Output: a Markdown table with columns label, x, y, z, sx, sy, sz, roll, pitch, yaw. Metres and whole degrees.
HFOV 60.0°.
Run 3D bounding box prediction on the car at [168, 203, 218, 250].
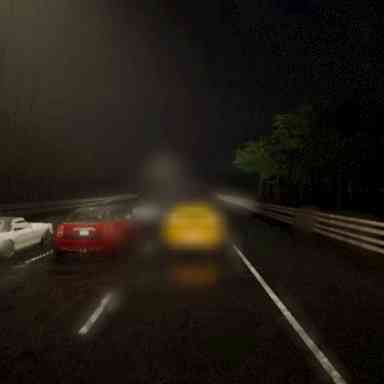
| label | x | y | z | sx | sy | sz | roll | pitch | yaw |
| --- | --- | --- | --- | --- | --- | --- | --- | --- | --- |
| car | 0.058 | 1.462 | 14.198 | 1.882 | 1.535 | 5.008 | 0 | 0 | 1 |

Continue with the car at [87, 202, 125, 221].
| label | x | y | z | sx | sy | sz | roll | pitch | yaw |
| --- | --- | --- | --- | --- | --- | --- | --- | --- | --- |
| car | -6.958 | 1.549 | 27.343 | 1.895 | 1.301 | 4.718 | 0 | 0 | 1 |

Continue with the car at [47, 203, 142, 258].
| label | x | y | z | sx | sy | sz | roll | pitch | yaw |
| --- | --- | --- | --- | --- | --- | --- | --- | --- | --- |
| car | -3.452 | 1.338 | 12.827 | 2.097 | 1.767 | 4.553 | 0 | 0 | 0 |

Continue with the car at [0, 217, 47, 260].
| label | x | y | z | sx | sy | sz | roll | pitch | yaw |
| --- | --- | --- | --- | --- | --- | --- | --- | --- | --- |
| car | -6.957 | 1.588 | 12.348 | 1.895 | 1.301 | 4.718 | 0 | 0 | 1 |

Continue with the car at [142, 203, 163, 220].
| label | x | y | z | sx | sy | sz | roll | pitch | yaw |
| --- | --- | --- | --- | --- | --- | --- | --- | --- | --- |
| car | -3.458 | 1.549 | 27.342 | 1.895 | 1.301 | 4.718 | 0 | 0 | 1 |
